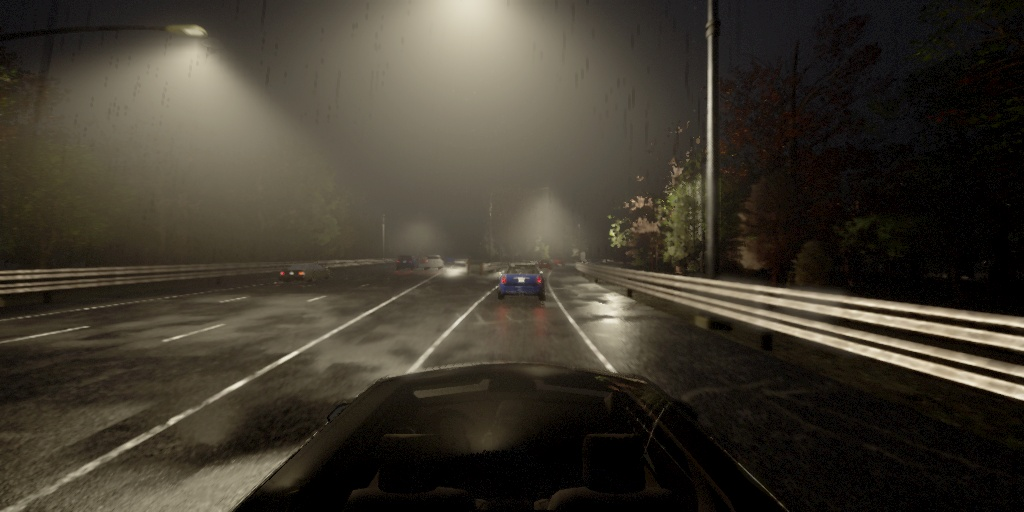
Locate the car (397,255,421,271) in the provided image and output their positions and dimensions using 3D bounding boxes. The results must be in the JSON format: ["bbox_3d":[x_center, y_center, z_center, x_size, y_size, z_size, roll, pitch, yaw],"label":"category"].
[{"bbox_3d":[-14.343,0.907,49.439,2.150,2.045,5.566,0,0,-6],"label":"car"}]

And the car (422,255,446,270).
[{"bbox_3d":[-10.958,0.918,50.654,2.150,2.045,5.566,0,0,-6],"label":"car"}]

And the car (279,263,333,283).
[{"bbox_3d":[-15.333,1.238,26.966,2.033,1.411,5.357,0,0,-6],"label":"car"}]

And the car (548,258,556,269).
[{"bbox_3d":[5.871,1.376,61.814,2.097,1.767,4.553,0,0,11],"label":"car"}]

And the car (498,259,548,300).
[{"bbox_3d":[0.524,1.142,17.954,2.097,1.767,4.553,0,-1,3],"label":"car"}]
